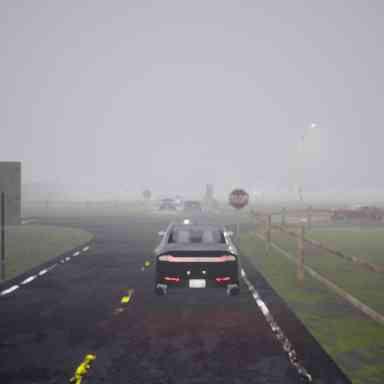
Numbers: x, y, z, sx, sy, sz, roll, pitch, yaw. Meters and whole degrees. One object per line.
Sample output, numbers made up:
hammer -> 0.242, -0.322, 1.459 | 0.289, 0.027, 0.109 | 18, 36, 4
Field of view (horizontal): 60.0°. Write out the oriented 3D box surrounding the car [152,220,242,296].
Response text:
car -> 0.100, 1.465, 8.557 | 2.128, 1.511, 4.902 | 0, 0, 0

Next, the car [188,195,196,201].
car -> -0.004, 1.363, 74.869 | 1.895, 1.301, 4.718 | 0, 0, 0

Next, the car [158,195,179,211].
car -> -2.806, 1.386, 38.983 | 1.837, 1.490, 4.892 | 0, 0, -1

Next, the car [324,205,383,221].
car -> 12.921, 1.635, 26.043 | 4.718, 1.301, 1.895 | 0, 0, 1

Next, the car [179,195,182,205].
car -> -2.827, 1.446, 50.545 | 1.895, 1.301, 4.718 | 0, 0, 0

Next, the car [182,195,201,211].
car -> 0.095, 1.357, 39.452 | 1.882, 1.535, 5.008 | 0, 0, 0

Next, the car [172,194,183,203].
car -> -2.767, 1.278, 64.869 | 1.882, 1.535, 5.008 | 0, 0, 0
